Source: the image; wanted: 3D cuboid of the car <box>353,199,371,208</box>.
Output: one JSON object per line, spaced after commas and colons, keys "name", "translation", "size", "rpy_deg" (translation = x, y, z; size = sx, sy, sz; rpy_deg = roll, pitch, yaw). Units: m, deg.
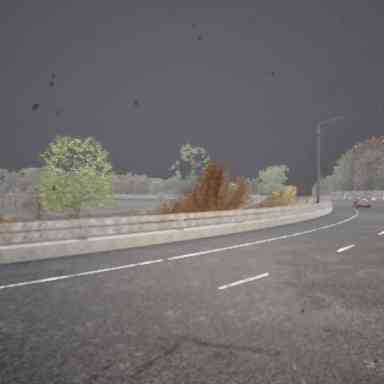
{"name": "car", "translation": [27.282, 1.869, 53.491], "size": [1.994, 1.385, 4.181], "rpy_deg": [0, 0, 18]}
